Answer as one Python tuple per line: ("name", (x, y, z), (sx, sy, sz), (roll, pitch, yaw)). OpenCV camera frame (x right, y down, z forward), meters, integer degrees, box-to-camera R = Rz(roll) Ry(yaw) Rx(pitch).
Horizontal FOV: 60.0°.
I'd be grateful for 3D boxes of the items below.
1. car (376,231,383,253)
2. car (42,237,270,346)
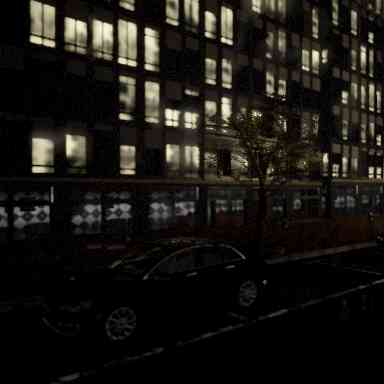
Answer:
("car", (8.823, 1.638, 12.890), (4.403, 1.369, 2.008), (0, -1, -36))
("car", (-0.420, 1.576, 6.274), (4.403, 1.369, 2.008), (0, -1, -36))
